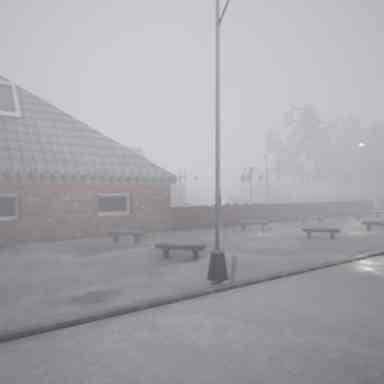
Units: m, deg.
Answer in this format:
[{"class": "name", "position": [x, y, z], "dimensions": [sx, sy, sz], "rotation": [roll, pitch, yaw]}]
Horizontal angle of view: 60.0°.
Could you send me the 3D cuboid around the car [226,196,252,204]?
[{"class": "car", "position": [7.588, 1.474, 54.177], "dimensions": [1.837, 1.490, 4.892], "rotation": [0, 0, -35]}]
